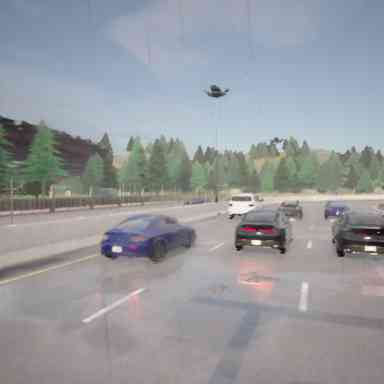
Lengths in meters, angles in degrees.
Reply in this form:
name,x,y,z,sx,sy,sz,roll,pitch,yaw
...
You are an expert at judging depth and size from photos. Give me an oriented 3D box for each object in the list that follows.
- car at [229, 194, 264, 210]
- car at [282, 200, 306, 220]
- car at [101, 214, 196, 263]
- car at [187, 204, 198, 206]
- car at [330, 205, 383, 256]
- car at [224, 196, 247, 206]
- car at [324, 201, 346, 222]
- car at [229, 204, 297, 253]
name,x,y,z,sx,sy,sz,roll,pitch,yaw
car,4.674,1.160,27.969,2.150,2.045,5.566,0,0,21
car,8.334,1.427,27.747,2.128,1.511,4.902,0,0,21
car,-1.367,1.500,11.879,1.812,1.442,4.674,0,0,21
car,0.796,1.401,47.521,1.837,1.490,4.892,0,0,23
car,6.391,1.476,12.561,1.837,1.490,4.892,0,1,21
car,6.914,1.428,52.721,2.033,1.411,5.357,0,0,26
car,11.972,1.460,27.477,1.812,1.442,4.674,0,0,21
car,3.088,1.474,13.724,1.837,1.490,4.892,0,0,21
